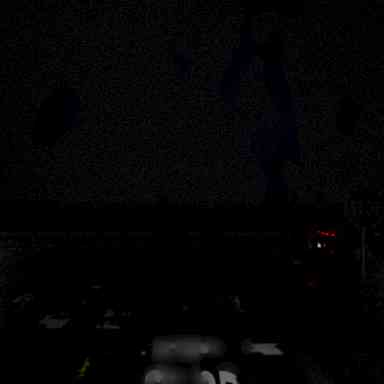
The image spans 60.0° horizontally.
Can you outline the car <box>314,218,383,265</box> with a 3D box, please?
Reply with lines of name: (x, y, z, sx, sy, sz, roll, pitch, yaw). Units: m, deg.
car: (6.660, 1.536, 11.115, 4.892, 1.490, 1.837, 0, 0, 0)
